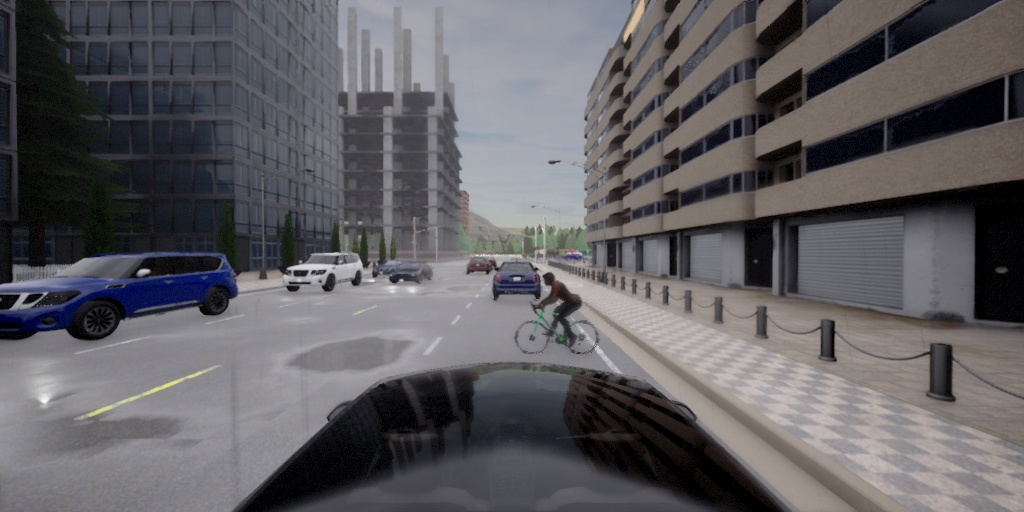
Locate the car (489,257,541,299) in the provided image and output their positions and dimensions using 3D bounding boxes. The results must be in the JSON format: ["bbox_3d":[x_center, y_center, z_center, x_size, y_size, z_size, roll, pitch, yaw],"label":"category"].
[{"bbox_3d":[0.226,0.973,17.064,2.097,1.767,4.553,0,0,1],"label":"car"}]

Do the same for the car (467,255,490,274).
[{"bbox_3d":[-3.141,0.820,35.337,2.097,1.767,4.553,0,0,1],"label":"car"}]

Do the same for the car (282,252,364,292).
[{"bbox_3d":[-10.444,0.812,20.397,2.150,2.045,5.566,0,0,0],"label":"car"}]

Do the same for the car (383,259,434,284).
[{"bbox_3d":[-6.805,1.101,24.845,2.033,1.411,5.357,0,0,1],"label":"car"}]

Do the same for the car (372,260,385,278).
[{"bbox_3d":[-10.304,1.030,30.657,1.812,1.442,4.674,0,0,1],"label":"car"}]

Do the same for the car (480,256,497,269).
[{"bbox_3d":[-3.077,0.837,48.302,1.882,1.535,5.008,0,0,0],"label":"car"}]

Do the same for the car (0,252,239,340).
[{"bbox_3d":[-10.536,0.898,10.037,2.150,2.045,5.566,0,0,1],"label":"car"}]

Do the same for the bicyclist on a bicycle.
[{"bbox_3d":[0.879,1.142,7.022,1.656,1.620,0.582,0,0,1],"label":"bicyclist on a bicycle"}]
